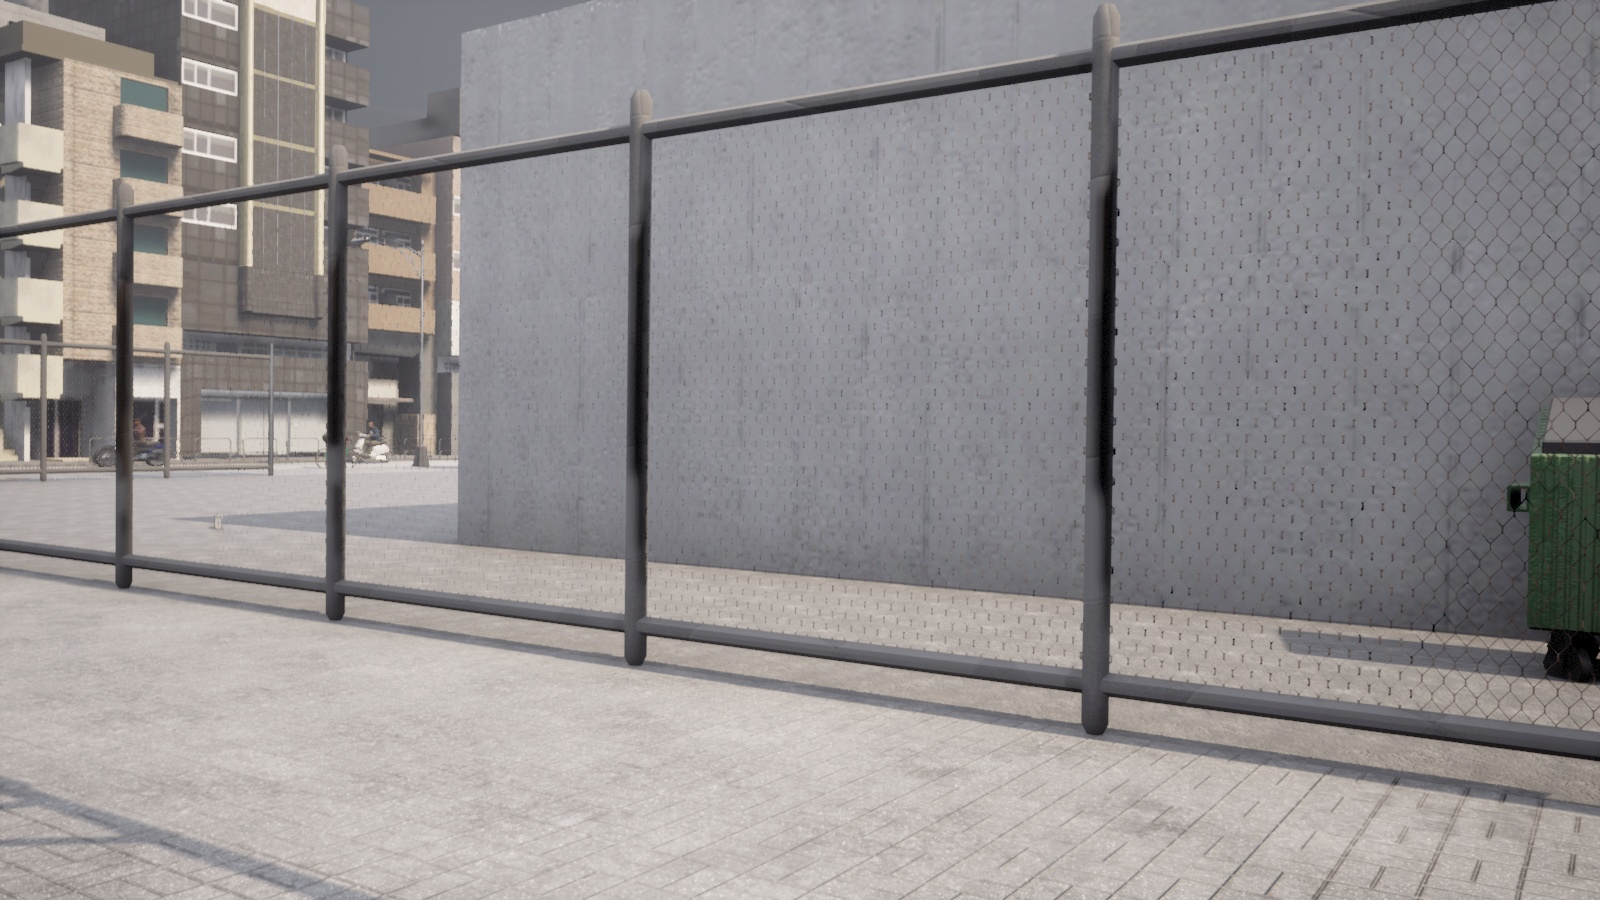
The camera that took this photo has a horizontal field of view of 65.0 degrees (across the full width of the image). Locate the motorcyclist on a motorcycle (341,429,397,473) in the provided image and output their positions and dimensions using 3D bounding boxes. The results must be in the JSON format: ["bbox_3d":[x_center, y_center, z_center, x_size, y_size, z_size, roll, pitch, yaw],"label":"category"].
[{"bbox_3d":[-16.255,0.025,47.357,0.866,1.590,1.817,0,1,34],"label":"motorcyclist on a motorcycle"}]

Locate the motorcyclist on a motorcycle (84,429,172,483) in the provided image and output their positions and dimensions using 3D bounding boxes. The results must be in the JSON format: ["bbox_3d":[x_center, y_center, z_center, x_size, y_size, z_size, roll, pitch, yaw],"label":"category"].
[{"bbox_3d":[-21.266,0.170,39.800,0.766,1.649,2.350,0,1,33],"label":"motorcyclist on a motorcycle"}]
